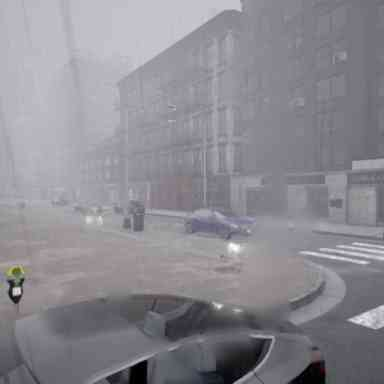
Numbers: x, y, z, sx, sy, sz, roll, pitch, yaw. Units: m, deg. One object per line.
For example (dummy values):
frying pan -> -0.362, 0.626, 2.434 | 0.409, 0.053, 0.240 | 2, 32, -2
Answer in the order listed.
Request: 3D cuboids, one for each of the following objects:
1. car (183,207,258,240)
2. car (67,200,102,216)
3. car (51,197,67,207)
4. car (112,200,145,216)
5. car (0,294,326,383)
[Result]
car -> 1.326, 1.554, 17.350 | 1.812, 1.442, 4.674 | 0, 0, -36
car -> -10.855, 1.579, 34.442 | 2.128, 1.511, 4.902 | 0, 0, -35
car -> -22.004, 1.651, 55.129 | 1.837, 1.490, 4.892 | 0, -1, -35
car -> -6.449, 1.572, 33.331 | 1.837, 1.490, 4.892 | 0, 0, -36
car -> -0.876, 1.566, 2.188 | 4.313, 1.339, 1.947 | 0, 0, -36
